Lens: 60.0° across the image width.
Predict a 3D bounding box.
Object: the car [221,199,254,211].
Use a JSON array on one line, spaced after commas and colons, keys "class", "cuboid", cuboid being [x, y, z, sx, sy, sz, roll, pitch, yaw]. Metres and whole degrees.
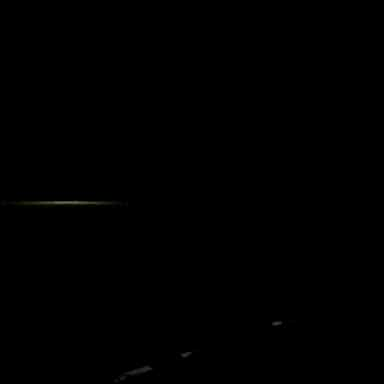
[{"class": "car", "cuboid": [6.036, 1.699, 44.672, 1.882, 1.535, 5.008, 0, 0, -40]}]
